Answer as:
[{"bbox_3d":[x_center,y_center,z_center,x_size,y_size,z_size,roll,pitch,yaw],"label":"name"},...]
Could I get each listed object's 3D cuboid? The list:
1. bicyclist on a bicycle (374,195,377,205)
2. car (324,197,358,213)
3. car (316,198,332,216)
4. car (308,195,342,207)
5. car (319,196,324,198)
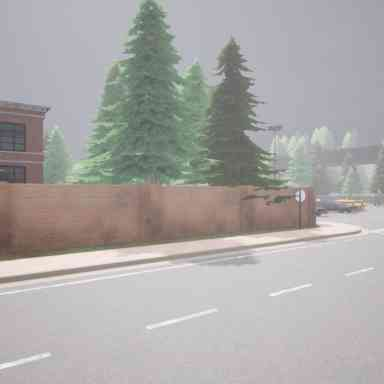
[{"bbox_3d":[30.154,1.300,54.305,1.656,1.620,0.582,0,0,-35],"label":"bicyclist on a bicycle"},{"bbox_3d":[15.466,1.547,36.994,2.033,1.411,5.357,0,0,-35],"label":"car"},{"bbox_3d":[10.302,1.547,32.148,2.033,1.411,5.357,0,0,-35],"label":"car"},{"bbox_3d":[21.276,1.351,53.389,2.097,1.767,4.553,0,0,-35],"label":"car"},{"bbox_3d":[11.433,1.491,36.625,2.128,1.511,4.902,0,0,-36],"label":"car"}]
